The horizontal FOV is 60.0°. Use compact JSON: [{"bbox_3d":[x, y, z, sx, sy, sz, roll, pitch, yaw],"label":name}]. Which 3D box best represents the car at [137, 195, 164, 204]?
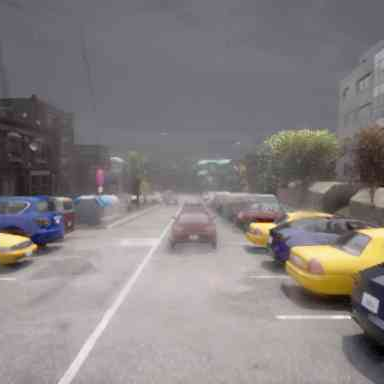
[{"bbox_3d":[-7.660,1.378,61.469,4.674,1.452,2.002,0,0,0],"label":"car"}]

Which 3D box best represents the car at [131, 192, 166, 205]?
[{"bbox_3d":[-7.693,1.100,55.718,5.566,2.045,2.435,0,0,0],"label":"car"}]

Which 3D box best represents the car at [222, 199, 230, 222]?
[{"bbox_3d":[4.650,1.432,21.141,4.892,1.521,2.231,0,0,0],"label":"car"}]

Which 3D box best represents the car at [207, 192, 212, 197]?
[{"bbox_3d":[4.631,1.254,43.490,4.553,1.767,2.185,0,0,0],"label":"car"}]

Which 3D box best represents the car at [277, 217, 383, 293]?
[{"bbox_3d":[4.838,1.460,7.173,5.366,1.575,1.946,0,0,0],"label":"car"}]

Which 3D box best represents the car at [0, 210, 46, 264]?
[{"bbox_3d":[-7.492,1.454,9.821,5.366,1.575,1.946,0,0,0],"label":"car"}]

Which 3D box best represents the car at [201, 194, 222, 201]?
[{"bbox_3d":[4.678,1.297,79.805,4.892,1.521,2.231,0,0,0],"label":"car"}]

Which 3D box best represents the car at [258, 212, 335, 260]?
[{"bbox_3d":[4.681,1.487,9.967,4.792,1.488,2.163,0,0,0],"label":"car"}]

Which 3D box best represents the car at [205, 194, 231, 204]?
[{"bbox_3d":[4.698,1.215,60.376,4.553,1.767,2.185,0,0,0],"label":"car"}]

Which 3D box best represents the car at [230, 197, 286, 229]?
[{"bbox_3d":[4.623,1.312,18.349,4.553,1.767,2.185,0,0,0],"label":"car"}]

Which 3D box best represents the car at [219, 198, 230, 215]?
[{"bbox_3d":[4.663,1.426,23.935,4.892,1.521,2.231,0,0,0],"label":"car"}]

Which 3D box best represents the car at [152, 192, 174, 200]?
[{"bbox_3d":[-7.627,0.951,87.937,5.566,2.045,2.435,0,1,0],"label":"car"}]

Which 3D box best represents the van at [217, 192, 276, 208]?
[{"bbox_3d":[4.541,1.193,26.728,4.442,1.987,1.878,0,0,0],"label":"van"}]

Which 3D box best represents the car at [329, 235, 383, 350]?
[{"bbox_3d":[4.681,1.499,4.379,4.792,1.488,2.163,0,0,0],"label":"car"}]

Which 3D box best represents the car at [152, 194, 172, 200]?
[{"bbox_3d":[-7.662,1.257,84.996,5.008,1.535,2.097,0,1,0],"label":"car"}]

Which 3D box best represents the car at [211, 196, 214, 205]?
[{"bbox_3d":[4.657,1.439,35.109,4.674,1.452,2.002,0,0,0],"label":"car"}]

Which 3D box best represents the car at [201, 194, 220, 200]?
[{"bbox_3d":[4.667,1.251,85.407,4.892,1.521,2.231,0,1,0],"label":"car"}]

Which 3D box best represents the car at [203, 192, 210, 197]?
[{"bbox_3d":[4.691,1.122,46.284,5.566,2.045,2.435,0,0,0],"label":"car"}]

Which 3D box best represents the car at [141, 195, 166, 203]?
[{"bbox_3d":[-7.690,1.354,67.471,4.792,1.488,2.163,0,0,0],"label":"car"}]

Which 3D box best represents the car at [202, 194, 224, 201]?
[{"bbox_3d":[4.664,1.310,74.345,4.892,1.521,2.231,0,0,0],"label":"car"}]

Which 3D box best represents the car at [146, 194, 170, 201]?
[{"bbox_3d":[-7.844,1.301,76.285,5.366,1.575,1.946,0,0,0],"label":"car"}]

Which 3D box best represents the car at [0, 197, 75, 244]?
[{"bbox_3d":[-7.705,1.200,12.486,5.566,2.045,2.435,0,0,0],"label":"car"}]

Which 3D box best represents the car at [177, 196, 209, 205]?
[{"bbox_3d":[0.082,1.424,29.317,2.128,1.511,4.902,0,0,0],"label":"car"}]

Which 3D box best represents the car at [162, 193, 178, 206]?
[{"bbox_3d":[-3.061,1.372,51.881,2.128,1.511,4.902,0,0,0],"label":"car"}]

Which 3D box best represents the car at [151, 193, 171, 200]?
[{"bbox_3d":[-7.626,1.160,82.166,4.553,1.767,2.185,0,0,0],"label":"car"}]

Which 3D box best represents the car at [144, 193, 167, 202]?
[{"bbox_3d":[-7.692,1.192,70.409,4.553,1.767,2.185,0,0,0],"label":"car"}]

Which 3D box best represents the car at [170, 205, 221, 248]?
[{"bbox_3d":[0.080,1.492,14.428,1.812,1.442,4.674,0,0,0],"label":"car"}]

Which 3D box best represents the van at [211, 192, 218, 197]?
[{"bbox_3d":[4.777,1.167,37.902,4.442,1.987,1.878,0,0,0],"label":"van"}]

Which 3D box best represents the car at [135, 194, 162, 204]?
[{"bbox_3d":[-7.632,1.219,58.531,4.553,1.767,2.185,0,0,0],"label":"car"}]

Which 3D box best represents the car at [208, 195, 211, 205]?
[{"bbox_3d":[4.689,1.416,40.699,4.792,1.488,2.163,0,0,0],"label":"car"}]

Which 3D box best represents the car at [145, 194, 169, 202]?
[{"bbox_3d":[-7.666,1.312,73.222,4.892,1.521,2.231,0,0,0],"label":"car"}]

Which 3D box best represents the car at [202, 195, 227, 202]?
[{"bbox_3d":[4.663,1.322,68.634,5.008,1.535,2.097,0,0,0],"label":"car"}]

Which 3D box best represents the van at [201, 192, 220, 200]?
[{"bbox_3d":[4.556,1.058,82.598,4.442,1.987,1.878,0,1,0],"label":"van"}]

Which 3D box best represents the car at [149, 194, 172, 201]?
[{"bbox_3d":[-7.473,1.294,79.225,5.366,1.575,1.946,0,0,0],"label":"car"}]

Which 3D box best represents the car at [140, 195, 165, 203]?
[{"bbox_3d":[-7.659,1.371,64.532,4.674,1.452,2.002,0,0,0],"label":"car"}]

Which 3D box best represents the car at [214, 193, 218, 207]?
[{"bbox_3d":[4.689,1.280,32.316,4.553,1.767,2.185,0,0,0],"label":"car"}]

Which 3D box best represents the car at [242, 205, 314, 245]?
[{"bbox_3d":[4.839,1.447,12.760,5.366,1.575,1.946,0,0,0],"label":"car"}]
